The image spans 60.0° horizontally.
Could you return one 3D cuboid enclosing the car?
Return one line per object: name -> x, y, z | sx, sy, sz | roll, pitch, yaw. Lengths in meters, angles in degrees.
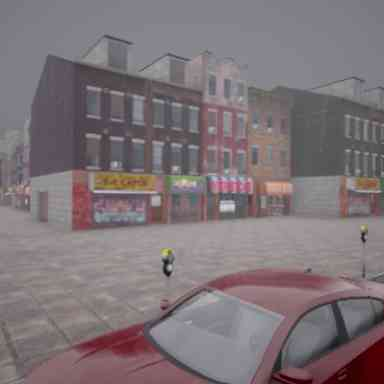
car -> 0.700, 1.544, 3.302 | 4.507, 1.381, 1.887 | 0, 1, -36
